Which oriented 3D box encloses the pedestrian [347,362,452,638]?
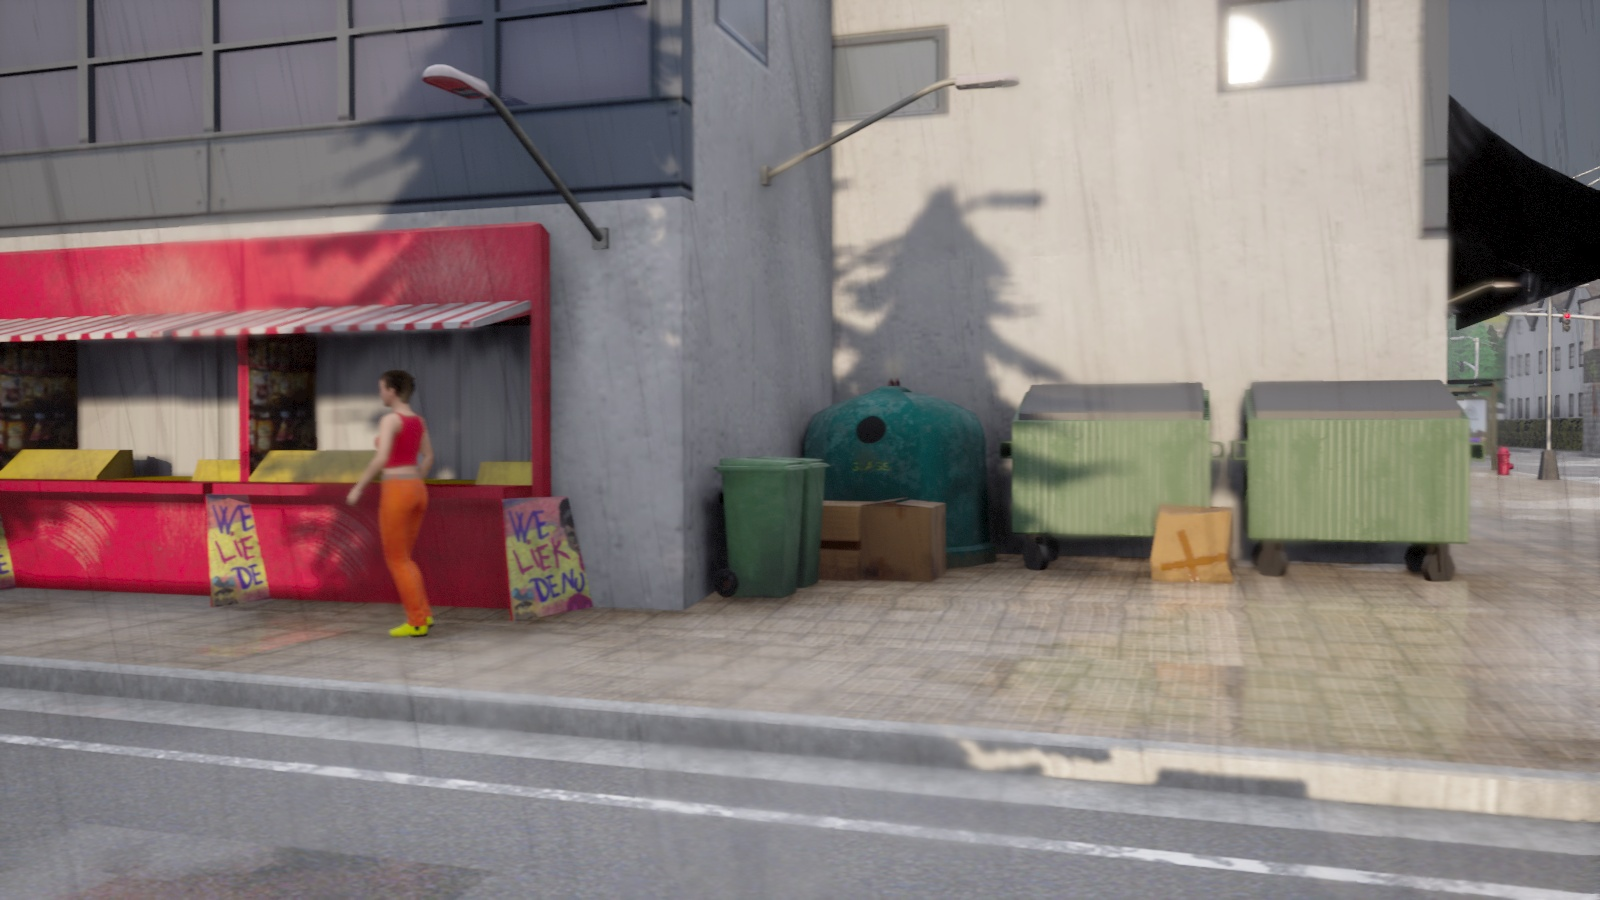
[{"bbox_3d":[-2.738,0.327,8.600,0.594,1.836,0.345,1,1,17],"label":"pedestrian"}]
